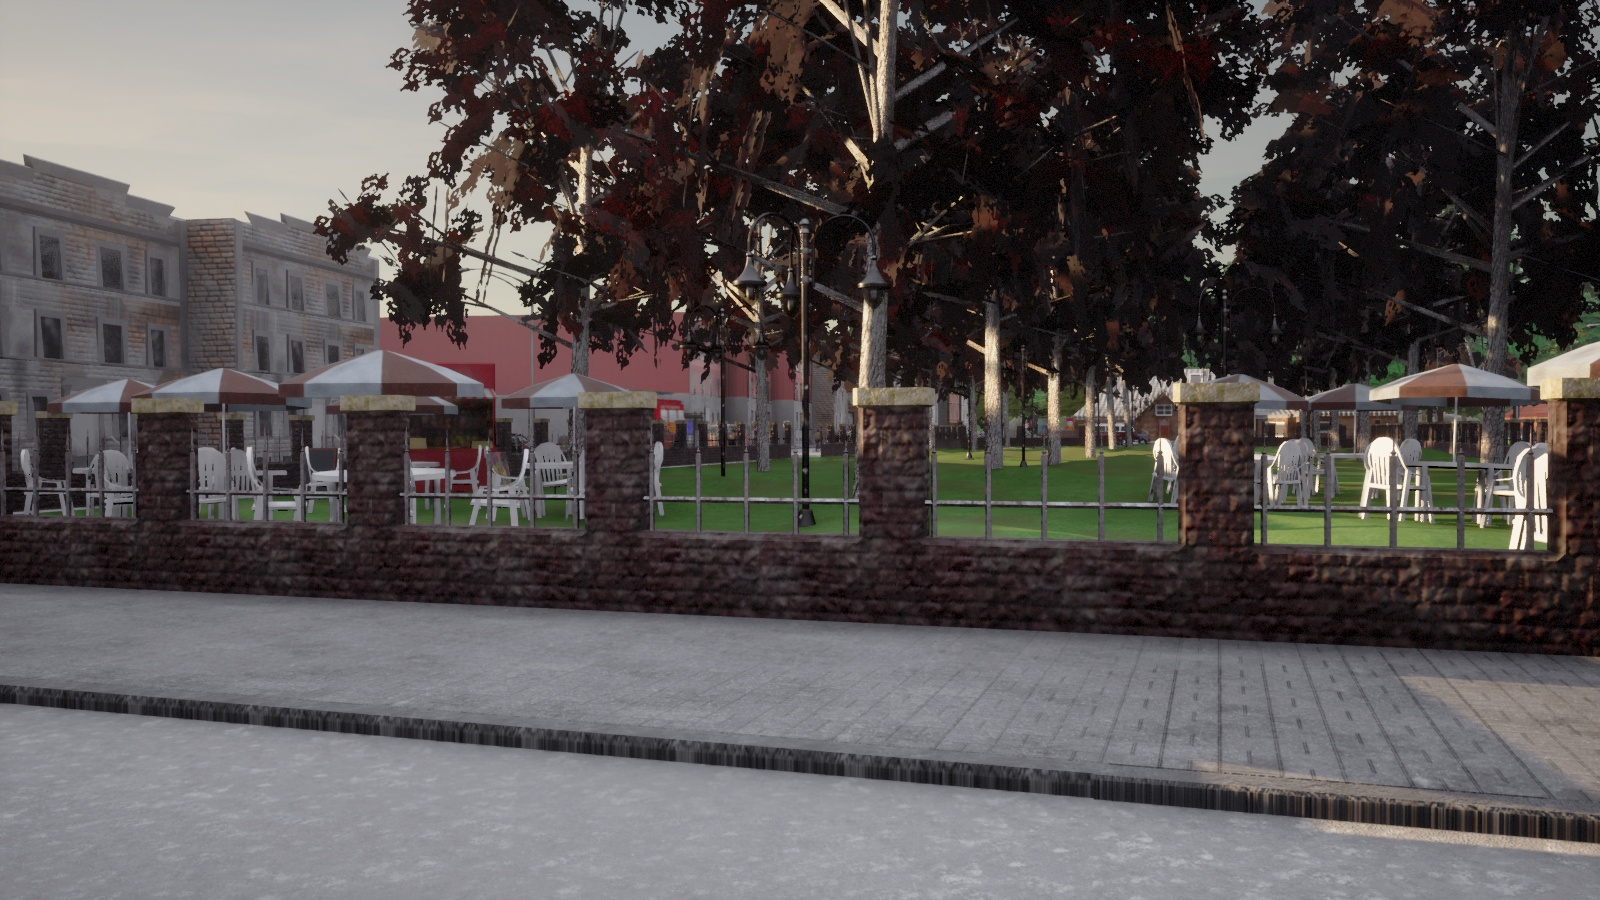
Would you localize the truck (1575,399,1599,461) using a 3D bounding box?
[{"bbox_3d":[47.520,-1.148,73.119,2.891,3.462,7.936,1,1,23],"label":"truck"}]

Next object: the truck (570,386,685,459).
[{"bbox_3d":[-9.454,-1.497,70.132,2.891,3.827,8.468,1,1,18],"label":"truck"}]

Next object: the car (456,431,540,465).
[{"bbox_3d":[-13.733,-0.129,57.320,1.816,1.474,4.193,1,1,18],"label":"car"}]

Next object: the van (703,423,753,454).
[{"bbox_3d":[-4.794,-0.786,84.121,1.775,1.987,4.442,1,1,18],"label":"van"}]
